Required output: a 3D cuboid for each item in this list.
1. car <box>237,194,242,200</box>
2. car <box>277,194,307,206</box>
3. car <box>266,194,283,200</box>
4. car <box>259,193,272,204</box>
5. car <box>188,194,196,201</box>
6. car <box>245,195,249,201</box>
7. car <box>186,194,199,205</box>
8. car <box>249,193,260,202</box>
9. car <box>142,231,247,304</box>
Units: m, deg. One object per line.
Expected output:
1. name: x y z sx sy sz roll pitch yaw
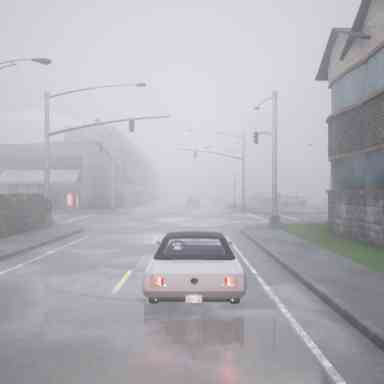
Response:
1. car: 13.900 1.364 88.767 3.633 1.501 1.845 0 0 0
2. car: 14.497 1.234 48.066 3.806 1.475 1.970 0 0 0
3. car: 21.320 1.375 85.787 3.806 1.475 1.970 0 0 0
4. car: 14.173 1.153 54.484 5.027 1.636 2.152 0 0 0
5. car: 0.013 1.332 82.328 2.097 1.767 4.553 0 0 0
6. car: 13.762 1.093 70.184 4.605 1.855 1.932 0 0 0
7. car: 0.108 1.336 56.824 2.097 1.767 4.553 0 0 0
8. car: 14.174 1.073 67.278 3.866 1.878 1.905 0 0 0
9. car: 0.059 1.598 8.095 1.895 1.301 4.718 0 0 1
